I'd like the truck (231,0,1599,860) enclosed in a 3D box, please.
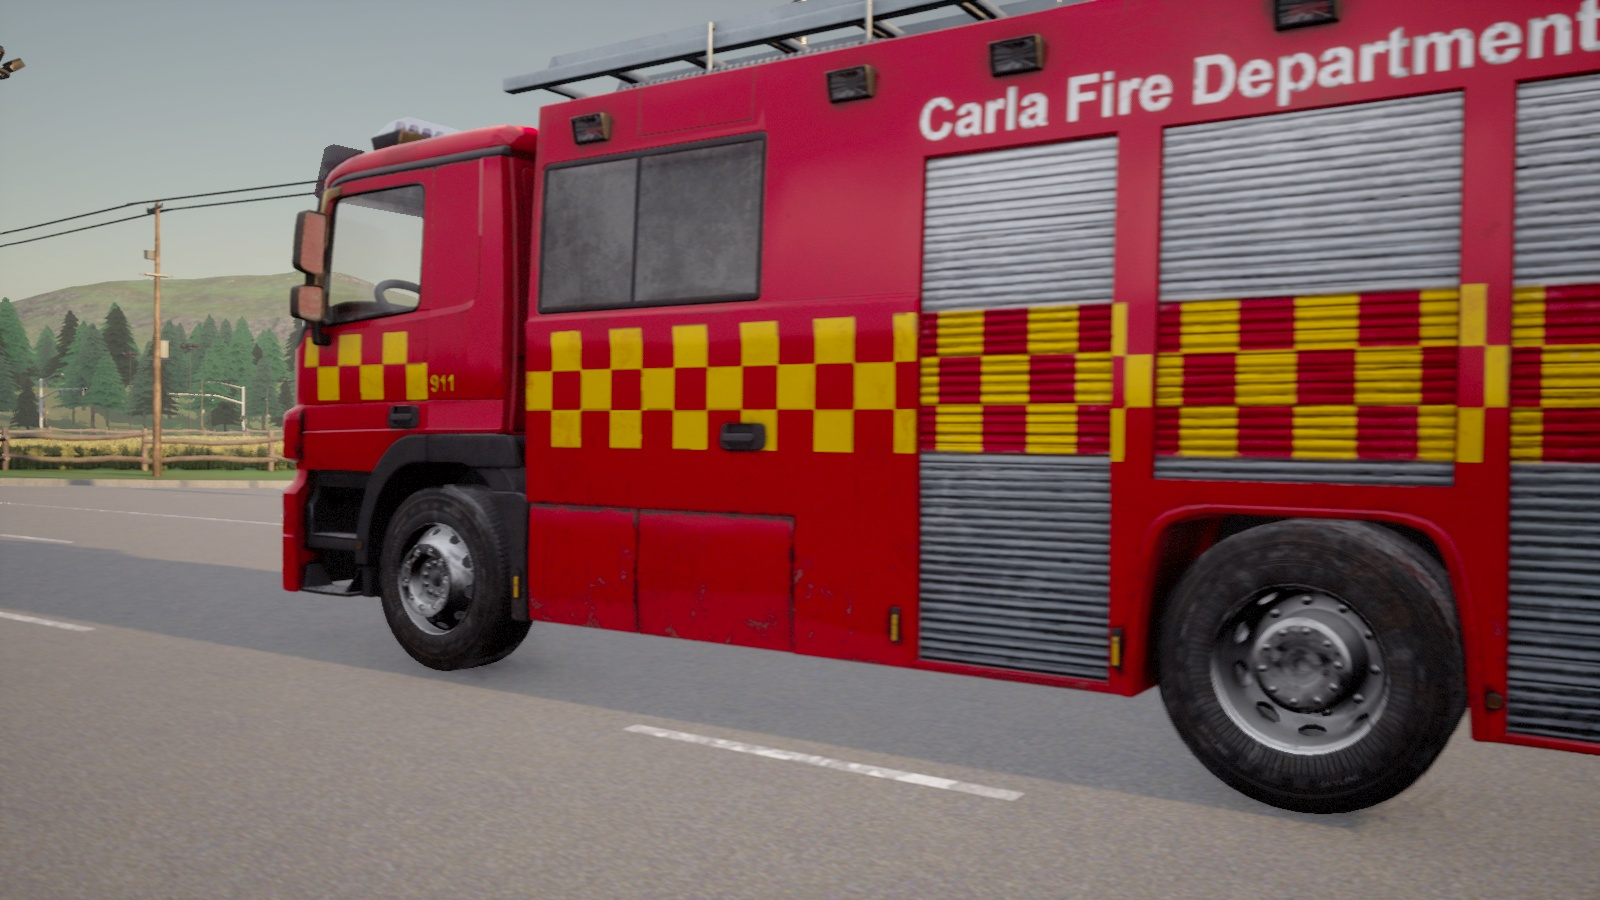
[{"bbox_3d":[0.435,-0.536,7.513,8.468,3.827,2.891,0,1,34],"label":"truck"}]
